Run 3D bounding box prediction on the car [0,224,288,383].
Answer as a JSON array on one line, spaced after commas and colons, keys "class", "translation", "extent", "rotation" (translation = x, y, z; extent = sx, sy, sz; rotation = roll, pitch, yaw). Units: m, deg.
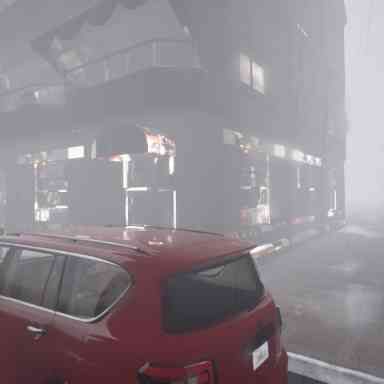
[{"class": "car", "translation": [-1.426, 1.316, 3.899], "extent": [5.009, 1.841, 2.192], "rotation": [0, -1, 35]}]
